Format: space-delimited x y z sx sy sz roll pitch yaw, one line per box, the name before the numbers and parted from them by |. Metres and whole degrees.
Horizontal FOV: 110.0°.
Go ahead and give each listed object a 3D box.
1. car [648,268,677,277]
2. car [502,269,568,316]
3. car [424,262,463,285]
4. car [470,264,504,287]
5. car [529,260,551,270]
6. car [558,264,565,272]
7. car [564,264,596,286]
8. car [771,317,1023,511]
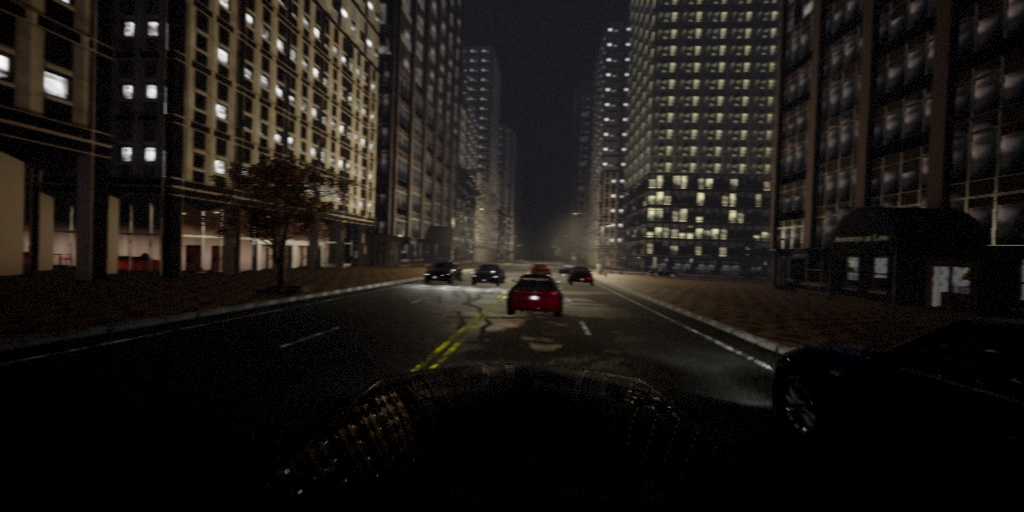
car | 23.768 2.631 56.689 4.403 1.370 2.007 0 0 4
car | 0.925 1.387 14.036 1.994 1.385 4.181 2 0 5
car | -4.765 1.156 25.574 1.837 1.490 4.892 2 0 5
car | -1.551 1.293 25.122 1.812 1.442 4.674 2 0 5
car | 2.681 1.430 33.948 1.882 1.535 5.008 2 0 5
car | 6.893 1.709 45.262 1.994 1.385 4.181 2 0 5
car | 5.471 1.565 29.044 1.812 1.442 4.674 2 0 5
car | 4.233 1.260 2.675 2.097 1.767 4.553 2 0 5
